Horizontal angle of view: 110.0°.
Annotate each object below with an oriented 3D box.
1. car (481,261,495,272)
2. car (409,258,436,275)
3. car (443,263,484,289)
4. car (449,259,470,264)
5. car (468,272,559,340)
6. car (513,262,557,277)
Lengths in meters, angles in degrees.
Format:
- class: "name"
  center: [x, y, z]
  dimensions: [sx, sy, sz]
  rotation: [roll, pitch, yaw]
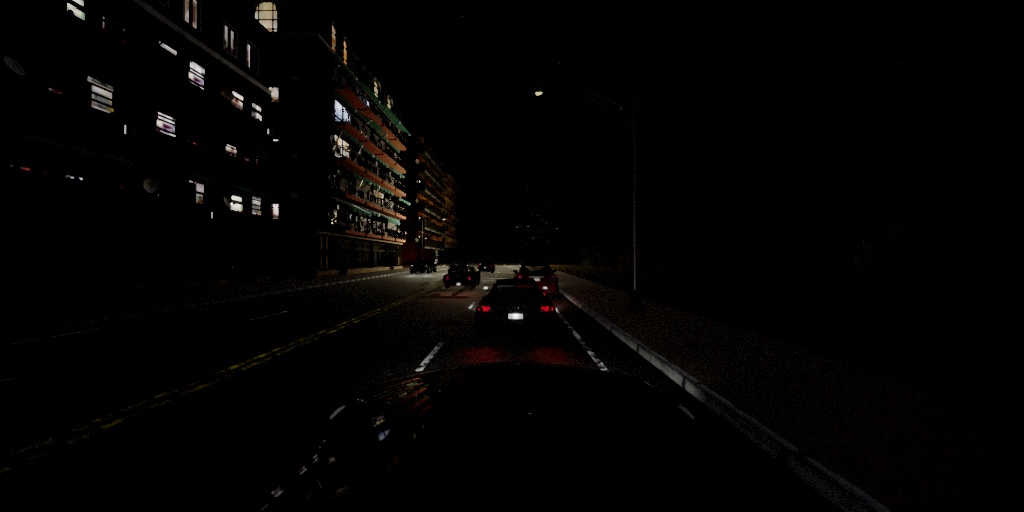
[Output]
- class: "car"
  center: [-3.135, 1.315, 44.086]
  dimensions: [1.994, 1.385, 4.181]
  rotation: [0, 0, 0]
- class: "car"
  center: [-9.838, 1.104, 39.817]
  dimensions: [2.097, 1.767, 4.553]
  rotation: [0, 0, 0]
- class: "car"
  center: [-3.143, 1.353, 23.371]
  dimensions: [1.895, 1.301, 4.718]
  rotation: [0, 0, 0]
- class: "car"
  center: [-6.585, 1.277, 43.254]
  dimensions: [1.812, 1.442, 4.674]
  rotation: [0, 0, 0]
- class: "car"
  center: [0.097, 1.315, 10.007]
  dimensions: [1.994, 1.385, 4.181]
  rotation: [0, 0, 0]
- class: "car"
  center: [1.143, 1.103, 18.587]
  dimensions: [2.097, 1.767, 4.553]
  rotation: [0, 0, 0]
